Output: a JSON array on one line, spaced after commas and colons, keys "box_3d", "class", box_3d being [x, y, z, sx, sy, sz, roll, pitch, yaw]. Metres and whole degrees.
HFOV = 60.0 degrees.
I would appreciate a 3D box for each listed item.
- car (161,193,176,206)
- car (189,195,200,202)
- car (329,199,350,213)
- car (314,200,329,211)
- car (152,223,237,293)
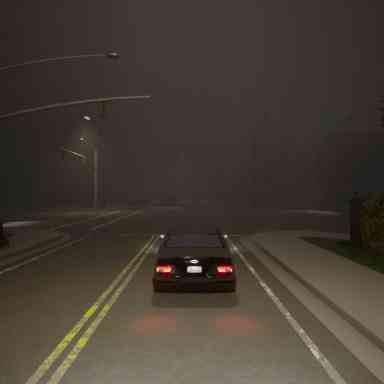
[{"box_3d": [-3.721, 1.221, 53.992, 2.150, 2.045, 5.566, 0, 0, 0], "class": "car"}, {"box_3d": [0.552, 1.527, 78.989, 2.033, 1.411, 5.357, 0, 0, 12], "class": "car"}, {"box_3d": [17.554, 1.493, 35.342, 4.674, 1.442, 1.812, 0, 0, -2], "class": "car"}, {"box_3d": [16.499, 1.534, 38.843, 4.181, 1.385, 1.994, 0, 0, -1], "class": "car"}, {"box_3d": [0.053, 1.547, 8.959, 2.033, 1.411, 5.357, 0, 0, 0], "class": "car"}]
